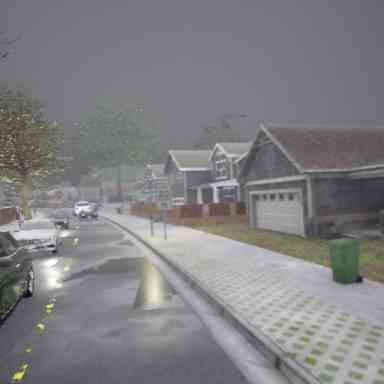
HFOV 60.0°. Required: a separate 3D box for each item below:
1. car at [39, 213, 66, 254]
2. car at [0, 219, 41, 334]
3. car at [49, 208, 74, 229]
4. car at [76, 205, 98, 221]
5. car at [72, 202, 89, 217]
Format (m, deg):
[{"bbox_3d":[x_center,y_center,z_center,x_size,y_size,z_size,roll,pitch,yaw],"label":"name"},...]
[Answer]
[{"bbox_3d":[-7.168,1.999,15.599,1.812,1.442,4.674,-2,-1,-18],"label":"car"},{"bbox_3d":[-4.378,1.602,6.065,2.097,1.767,4.553,-2,-1,-16],"label":"car"},{"bbox_3d":[-11.213,2.333,27.871,2.033,1.411,5.357,-2,-1,-19],"label":"car"},{"bbox_3d":[-12.090,2.553,38.590,1.895,1.301,4.718,-2,-1,-21],"label":"car"},{"bbox_3d":[-15.848,2.447,47.788,2.150,2.045,5.566,-2,-1,-23],"label":"car"}]
